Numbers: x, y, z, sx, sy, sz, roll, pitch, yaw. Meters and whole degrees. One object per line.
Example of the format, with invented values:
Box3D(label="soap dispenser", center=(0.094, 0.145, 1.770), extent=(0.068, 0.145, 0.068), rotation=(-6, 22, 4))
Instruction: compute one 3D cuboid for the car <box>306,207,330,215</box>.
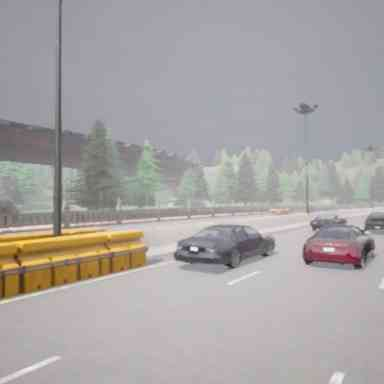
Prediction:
Box3D(label="car", center=(22.288, 3.335, 58.885), extent=(2.033, 1.411, 5.357), rotation=(-2, -3, 44))

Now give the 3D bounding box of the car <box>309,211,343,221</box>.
Box3D(label="car", center=(10.985, 2.402, 26.435), extent=(1.895, 1.301, 4.718), rotation=(-2, -2, 35))

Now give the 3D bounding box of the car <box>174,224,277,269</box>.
Box3D(label="car", center=(1.513, 1.967, 12.902), extent=(2.033, 1.411, 5.357), rotation=(-2, -2, 35))

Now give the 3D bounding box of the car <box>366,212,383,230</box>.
Box3D(label="car", center=(14.230, 2.240, 24.963), extent=(1.837, 1.490, 4.892), rotation=(-2, -2, 35))

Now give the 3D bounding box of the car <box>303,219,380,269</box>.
Box3D(label="car", center=(5.776, 1.956, 12.860), extent=(1.994, 1.385, 4.181), rotation=(-2, -2, 35))
